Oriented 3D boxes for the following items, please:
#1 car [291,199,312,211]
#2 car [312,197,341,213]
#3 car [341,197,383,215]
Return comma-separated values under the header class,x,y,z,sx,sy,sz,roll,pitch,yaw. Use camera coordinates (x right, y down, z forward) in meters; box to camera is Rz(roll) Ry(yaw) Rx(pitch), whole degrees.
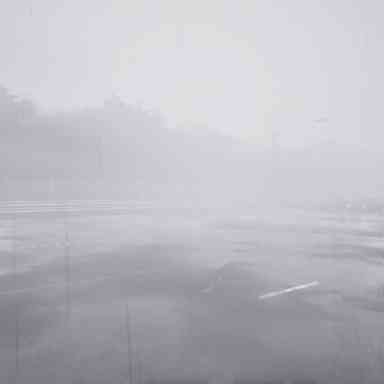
class,x,y,z,sx,sy,sz,roll,pitch,yaw
car,13.716,1.534,39.811,4.181,1.385,1.994,2,2,-37
car,15.966,1.366,37.151,4.553,1.767,2.097,0,0,-37
car,17.786,1.381,34.139,4.553,1.767,2.097,0,0,-37
